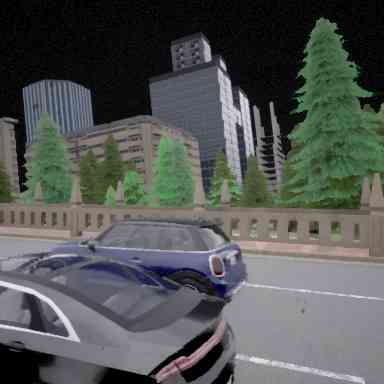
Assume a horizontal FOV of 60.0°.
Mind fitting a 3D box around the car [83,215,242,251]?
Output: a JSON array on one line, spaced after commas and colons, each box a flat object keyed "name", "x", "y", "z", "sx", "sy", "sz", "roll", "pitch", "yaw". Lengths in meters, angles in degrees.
[{"name": "car", "x": -1.158, "y": 1.349, "z": 7.280, "sx": 4.553, "sy": 1.767, "sz": 2.097, "roll": 0, "pitch": 0, "yaw": 23}]

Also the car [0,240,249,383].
[{"name": "car", "x": -1.942, "y": 1.492, "z": 3.816, "sx": 4.902, "sy": 1.511, "sz": 2.128, "roll": 0, "pitch": 0, "yaw": 23}]
